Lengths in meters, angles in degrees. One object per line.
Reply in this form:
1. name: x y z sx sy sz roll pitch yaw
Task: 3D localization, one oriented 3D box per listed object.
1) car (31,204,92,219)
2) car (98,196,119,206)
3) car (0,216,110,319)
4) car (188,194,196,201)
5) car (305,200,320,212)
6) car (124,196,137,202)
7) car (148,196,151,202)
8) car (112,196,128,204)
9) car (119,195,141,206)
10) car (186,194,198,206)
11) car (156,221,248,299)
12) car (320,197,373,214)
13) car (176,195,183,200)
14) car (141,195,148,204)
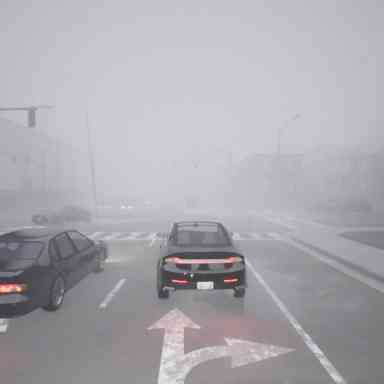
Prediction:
1. car: -8.987 1.563 23.200 1.994 1.385 4.181 0 0 24
2. car: -14.069 1.598 55.267 1.895 1.301 4.718 0 0 0
3. car: -3.430 1.547 7.684 2.033 1.411 5.357 0 0 0
4. car: 0.013 1.351 82.798 2.097 1.767 4.553 0 0 0
5. car: 15.718 1.489 38.745 4.902 1.511 2.128 0 0 0
6. car: -13.988 1.536 75.558 2.033 1.411 5.357 0 0 0
7. car: -10.489 1.521 75.222 2.128 1.511 4.902 0 0 0
8. car: -14.018 1.544 64.938 2.033 1.411 5.357 0 0 1
9. car: -10.567 1.489 56.068 2.128 1.511 4.902 0 0 0
10. car: 0.087 1.502 55.378 1.837 1.490 4.892 0 0 0
11. car: 0.116 1.491 8.488 2.128 1.511 4.902 0 0 -3
12. car: 16.546 1.350 35.245 4.553 1.767 2.097 0 0 0
13. car: -3.486 1.519 92.909 1.812 1.442 4.674 0 0 0
14. car: -10.524 1.349 65.035 2.097 1.767 4.553 0 0 0
